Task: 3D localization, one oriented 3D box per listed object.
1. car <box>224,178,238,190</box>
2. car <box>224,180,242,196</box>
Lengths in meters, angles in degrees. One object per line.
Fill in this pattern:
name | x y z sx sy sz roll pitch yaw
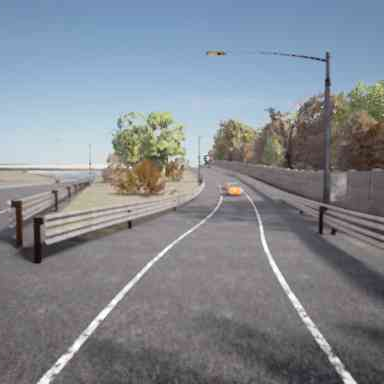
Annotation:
car | 6.785 -1.356 57.797 2.097 1.767 4.553 0 6 3
car | 6.038 -0.469 47.752 2.097 1.767 4.553 0 4 4
